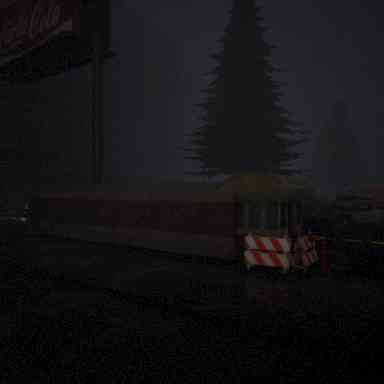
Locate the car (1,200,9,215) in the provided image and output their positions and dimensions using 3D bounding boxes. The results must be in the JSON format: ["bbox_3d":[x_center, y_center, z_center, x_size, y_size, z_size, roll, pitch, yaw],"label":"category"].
[{"bbox_3d":[-18.694,1.491,31.092,2.128,1.511,4.902,0,0,35],"label":"car"}]

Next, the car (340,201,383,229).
[{"bbox_3d":[11.219,1.338,19.680,4.193,1.474,1.816,0,0,35],"label":"car"}]

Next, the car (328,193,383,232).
[{"bbox_3d":[9.282,1.149,17.621,3.866,1.878,1.905,0,0,35],"label":"car"}]

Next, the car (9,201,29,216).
[{"bbox_3d":[-14.172,1.352,31.426,2.097,1.767,4.553,0,0,35],"label":"car"}]
